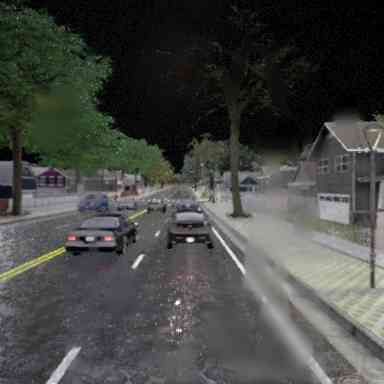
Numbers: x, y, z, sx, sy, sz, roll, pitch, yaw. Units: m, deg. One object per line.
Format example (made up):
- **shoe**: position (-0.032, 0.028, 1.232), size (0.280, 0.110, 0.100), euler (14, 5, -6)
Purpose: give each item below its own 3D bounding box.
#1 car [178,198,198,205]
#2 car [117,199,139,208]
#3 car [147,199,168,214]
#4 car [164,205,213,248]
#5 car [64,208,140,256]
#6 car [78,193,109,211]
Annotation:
- **car**: position (-0.427, 1.357, 34.796), size (2.097, 1.767, 4.553), euler (0, 0, -1)
- **car**: position (-7.159, 1.517, 37.573), size (1.994, 1.385, 4.181), euler (0, 0, -1)
- **car**: position (-3.698, 1.472, 35.930), size (2.128, 1.511, 4.902), euler (0, 0, -1)
- **car**: position (-0.100, 1.545, 14.879), size (1.837, 1.490, 4.892), euler (0, 0, -1)
- **car**: position (-3.324, 1.567, 13.229), size (2.033, 1.411, 5.357), euler (0, 0, -1)
- **car**: position (-10.381, 1.173, 35.527), size (2.150, 2.045, 5.566), euler (0, 0, -1)
